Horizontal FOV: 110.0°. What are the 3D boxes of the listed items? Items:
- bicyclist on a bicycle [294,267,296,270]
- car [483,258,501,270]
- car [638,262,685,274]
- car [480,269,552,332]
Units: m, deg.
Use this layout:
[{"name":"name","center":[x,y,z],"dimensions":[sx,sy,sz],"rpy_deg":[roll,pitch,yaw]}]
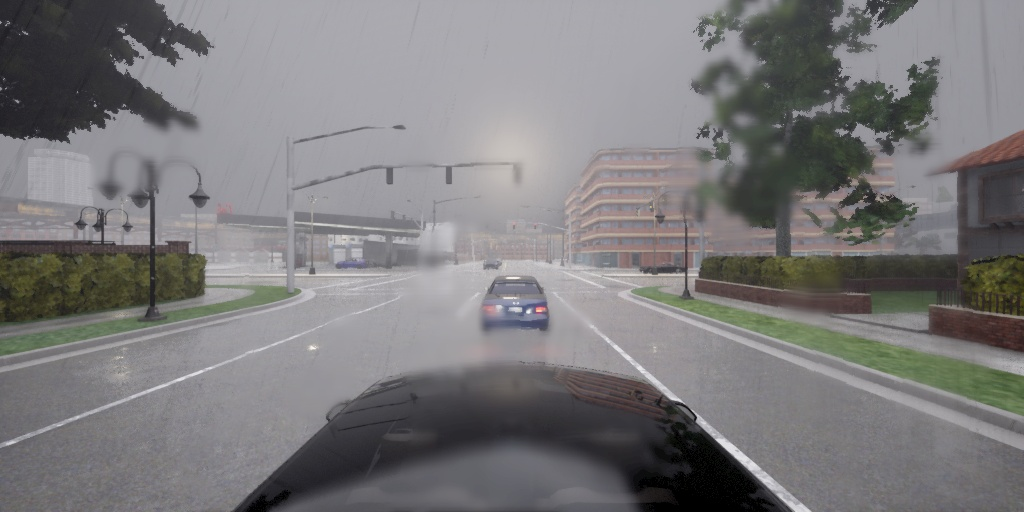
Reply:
[{"name":"bicyclist on a bicycle","center":[-29.016,1.180,47.116],"dimensions":[0.582,1.620,1.656],"rpy_deg":[-10,5,0]},{"name":"car","center":[-3.102,1.102,53.604],"dimensions":[2.097,1.767,4.553],"rpy_deg":[0,0,0]},{"name":"car","center":[16.329,1.351,38.893],"dimensions":[4.718,1.301,1.895],"rpy_deg":[0,0,-3]},{"name":"car","center":[0.098,1.297,10.844],"dimensions":[2.033,1.411,5.357],"rpy_deg":[0,0,0]}]
